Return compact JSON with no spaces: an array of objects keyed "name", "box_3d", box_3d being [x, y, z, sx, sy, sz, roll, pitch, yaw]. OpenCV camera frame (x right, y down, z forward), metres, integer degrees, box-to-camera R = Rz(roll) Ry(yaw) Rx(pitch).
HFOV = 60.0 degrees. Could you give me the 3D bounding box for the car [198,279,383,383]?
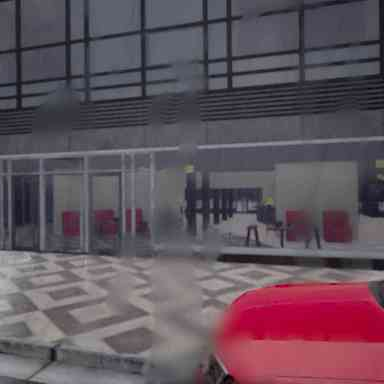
[{"name":"car","box_3d":[2.764,1.223,2.083,5.566,2.045,2.150,0,0,15]}]
